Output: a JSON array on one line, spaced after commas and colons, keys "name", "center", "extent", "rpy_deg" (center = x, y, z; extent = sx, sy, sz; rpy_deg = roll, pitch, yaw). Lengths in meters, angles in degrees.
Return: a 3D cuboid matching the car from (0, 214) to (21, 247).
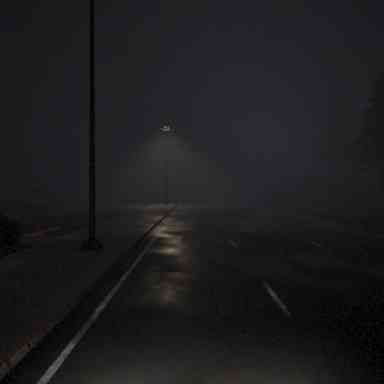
[{"name": "car", "center": [-8.031, 1.476, 12.075], "extent": [1.812, 1.442, 4.674], "rpy_deg": [0, 0, 0]}]
